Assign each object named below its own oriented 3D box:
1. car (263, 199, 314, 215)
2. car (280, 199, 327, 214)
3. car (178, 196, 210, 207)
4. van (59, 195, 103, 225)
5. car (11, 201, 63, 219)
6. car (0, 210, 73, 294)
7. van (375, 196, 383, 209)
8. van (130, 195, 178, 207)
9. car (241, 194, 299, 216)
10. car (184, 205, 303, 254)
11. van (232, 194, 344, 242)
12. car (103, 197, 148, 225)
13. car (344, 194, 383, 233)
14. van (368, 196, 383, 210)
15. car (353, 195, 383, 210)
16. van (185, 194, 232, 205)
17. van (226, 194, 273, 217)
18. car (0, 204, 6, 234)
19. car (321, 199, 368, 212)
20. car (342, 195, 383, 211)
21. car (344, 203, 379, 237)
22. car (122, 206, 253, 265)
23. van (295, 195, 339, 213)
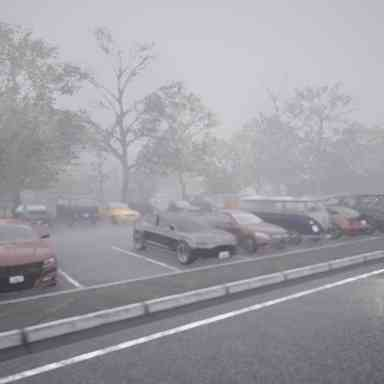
[{"bbox_3d":[10.148,1.520,35.527,2.097,1.535,5.008,1,0,-35],"label":"car"},{"bbox_3d":[12.402,1.589,37.137,2.002,1.452,4.674,1,0,-35],"label":"car"},{"bbox_3d":[-1.123,1.402,27.511,2.097,1.535,5.008,0,0,-35],"label":"car"},{"bbox_3d":[-7.957,1.223,22.780,1.878,1.987,4.442,0,0,-35],"label":"van"},{"bbox_3d":[-10.141,1.466,21.073,2.231,1.521,4.892,0,0,-35],"label":"car"},{"bbox_3d":[-4.966,1.481,8.714,2.097,1.535,5.008,0,0,-35],"label":"car"},{"bbox_3d":[30.384,1.555,50.093,1.878,1.987,4.442,1,0,-35],"label":"van"},{"bbox_3d":[-3.310,1.192,25.803,1.878,1.987,4.442,0,0,-35],"label":"van"},{"bbox_3d":[7.805,1.239,33.831,2.435,2.045,5.566,1,0,-35],"label":"car"},{"bbox_3d":[1.819,1.475,13.544,2.002,1.452,4.674,0,0,-35],"label":"car"},{"bbox_3d":[4.148,1.193,15.057,1.878,1.987,4.442,0,0,-35],"label":"van"},{"bbox_3d":[-5.524,1.431,24.143,1.946,1.575,5.366,0,0,-35],"label":"car"},{"bbox_3d":[8.573,1.152,18.387,2.435,2.045,5.566,1,0,-35],"label":"car"},{"bbox_3d":[28.263,1.526,48.296,1.878,1.987,4.442,1,0,-35],"label":"van"},{"bbox_3d":[25.957,1.472,46.761,2.435,2.045,5.566,1,0,-35],"label":"car"},{"bbox_3d":[1.082,1.177,28.932,1.878,1.987,4.442,0,0,-35],"label":"van"},{"bbox_3d":[5.465,1.235,32.341,1.878,1.987,4.442,1,0,-35],"label":"van"},{"bbox_3d":[-12.397,1.480,19.467,2.097,1.535,5.008,0,0,-35],"label":"car"},{"bbox_3d":[19.172,1.636,41.956,2.097,1.535,5.008,1,0,-35],"label":"car"},{"bbox_3d":[23.700,1.443,45.154,2.435,2.045,5.566,1,0,-35],"label":"car"},{"bbox_3d":[6.330,1.433,16.791,2.163,1.488,4.792,0,0,-35],"label":"car"},{"bbox_3d":[-0.425,1.480,11.906,2.163,1.488,4.792,0,0,-35],"label":"car"},{"bbox_3d":[14.489,1.351,38.770,1.878,1.987,4.442,1,0,-35],"label":"van"}]
